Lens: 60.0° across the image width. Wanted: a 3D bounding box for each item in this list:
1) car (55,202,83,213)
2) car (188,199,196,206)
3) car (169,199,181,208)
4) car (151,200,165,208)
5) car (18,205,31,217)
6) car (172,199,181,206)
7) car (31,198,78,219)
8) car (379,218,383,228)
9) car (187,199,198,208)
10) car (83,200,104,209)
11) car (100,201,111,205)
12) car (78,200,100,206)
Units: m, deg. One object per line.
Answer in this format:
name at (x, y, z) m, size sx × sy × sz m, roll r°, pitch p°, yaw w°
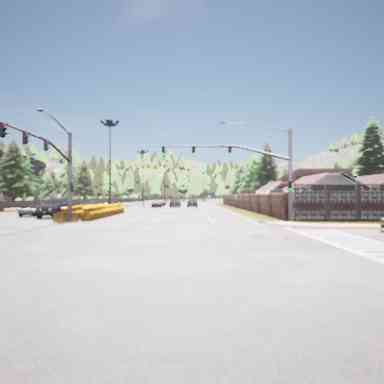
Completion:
car at (-17.622, 2.172, 48.062) m, size 2.033 × 1.411 × 5.357 m, roll 0°, pitch -1°, yaw 0°
car at (-0.041, 2.507, 77.539) m, size 1.837 × 1.490 × 4.892 m, roll 0°, pitch -1°, yaw 1°
car at (-3.449, 2.231, 67.694) m, size 2.097 × 1.767 × 4.553 m, roll 0°, pitch -1°, yaw 0°
car at (-6.936, 2.453, 65.677) m, size 1.895 × 1.301 × 4.718 m, roll 0°, pitch -1°, yaw 0°
car at (-17.620, 2.087, 37.404) m, size 1.895 × 1.301 × 4.718 m, roll 0°, pitch -1°, yaw 0°
car at (-3.541, 2.486, 77.638) m, size 1.882 × 1.535 × 5.008 m, roll 0°, pitch -1°, yaw 1°
car at (-14.109, 1.671, 34.571) m, size 2.150 × 2.045 × 5.566 m, roll 0°, pitch -1°, yaw 0°
car at (14.106, 1.865, 20.231) m, size 4.718 × 1.301 × 1.895 m, roll 0°, pitch -1°, yaw 2°
car at (0.064, 2.227, 67.421) m, size 2.097 × 1.767 × 4.553 m, roll 0°, pitch -1°, yaw 0°
car at (-17.579, 2.264, 59.587) m, size 2.128 × 1.511 × 4.902 m, roll 0°, pitch -1°, yaw 1°
car at (-14.094, 2.308, 58.579) m, size 2.033 × 1.411 × 5.357 m, roll 0°, pitch -1°, yaw 0°
car at (-14.123, 2.099, 44.085) m, size 1.812 × 1.442 × 4.674 m, roll 0°, pitch -1°, yaw 0°
